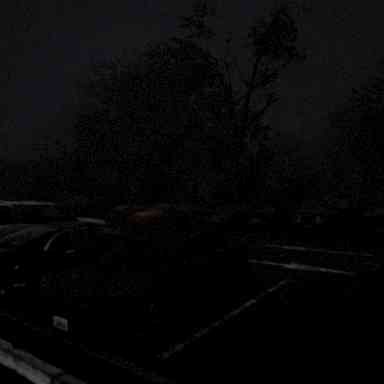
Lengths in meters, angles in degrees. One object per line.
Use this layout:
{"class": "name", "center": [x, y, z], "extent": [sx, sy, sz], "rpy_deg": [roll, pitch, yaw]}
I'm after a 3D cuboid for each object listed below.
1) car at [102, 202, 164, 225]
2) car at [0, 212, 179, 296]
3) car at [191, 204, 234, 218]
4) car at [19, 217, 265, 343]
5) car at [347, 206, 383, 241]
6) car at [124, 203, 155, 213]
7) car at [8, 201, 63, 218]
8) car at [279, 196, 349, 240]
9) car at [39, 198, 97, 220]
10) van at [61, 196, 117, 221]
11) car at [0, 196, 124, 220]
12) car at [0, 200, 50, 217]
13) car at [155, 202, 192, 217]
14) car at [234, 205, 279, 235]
{"class": "car", "center": [-4.430, 1.596, 25.664], "extent": [2.002, 1.452, 4.674], "rpy_deg": [0, 0, 35]}
{"class": "car", "center": [-2.802, 1.497, 8.455], "extent": [2.231, 1.521, 4.892], "rpy_deg": [0, 0, 35]}
{"class": "car", "center": [2.365, 1.542, 20.800], "extent": [2.163, 1.488, 4.792], "rpy_deg": [0, 0, 35]}
{"class": "car", "center": [-0.536, 1.513, 6.814], "extent": [2.163, 1.488, 4.792], "rpy_deg": [0, 0, 35]}
{"class": "car", "center": [9.188, 1.475, 15.979], "extent": [2.097, 1.535, 5.008], "rpy_deg": [0, 0, 35]}
{"class": "car", "center": [-2.266, 1.538, 23.901], "extent": [1.946, 1.575, 5.366], "rpy_deg": [0, 0, 35]}
{"class": "car", "center": [-15.764, 1.684, 33.745], "extent": [2.002, 1.452, 4.674], "rpy_deg": [-1, 0, 36]}
{"class": "car", "center": [6.903, 1.234, 17.575], "extent": [2.435, 2.045, 5.566], "rpy_deg": [0, 0, 35]}
{"class": "car", "center": [-11.251, 1.476, 30.486], "extent": [2.185, 1.767, 4.553], "rpy_deg": [0, 0, 35]}
{"class": "van", "center": [-8.901, 1.359, 28.993], "extent": [1.878, 1.987, 4.442], "rpy_deg": [0, 0, 35]}
{"class": "car", "center": [-5.072, 1.259, 10.109], "extent": [2.435, 2.045, 5.566], "rpy_deg": [0, 0, 35]}
{"class": "car", "center": [-18.031, 1.669, 35.367], "extent": [2.097, 1.535, 5.008], "rpy_deg": [-1, 0, 36]}
{"class": "car", "center": [0.109, 1.527, 22.433], "extent": [2.097, 1.535, 5.008], "rpy_deg": [0, 0, 35]}
{"class": "car", "center": [4.668, 1.528, 19.233], "extent": [2.163, 1.488, 4.792], "rpy_deg": [0, 0, 35]}
